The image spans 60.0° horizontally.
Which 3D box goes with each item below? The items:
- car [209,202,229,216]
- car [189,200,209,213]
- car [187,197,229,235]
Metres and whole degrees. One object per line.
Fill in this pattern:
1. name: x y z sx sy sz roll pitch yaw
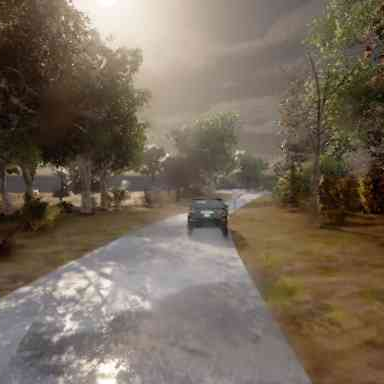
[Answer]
1. car: 3.090 1.874 37.482 1.994 1.385 4.181 0 -1 8
2. car: 0.987 1.855 42.824 1.837 1.490 4.892 1 -1 10
3. car: 0.977 1.299 19.585 2.150 2.045 5.566 0 -1 5
